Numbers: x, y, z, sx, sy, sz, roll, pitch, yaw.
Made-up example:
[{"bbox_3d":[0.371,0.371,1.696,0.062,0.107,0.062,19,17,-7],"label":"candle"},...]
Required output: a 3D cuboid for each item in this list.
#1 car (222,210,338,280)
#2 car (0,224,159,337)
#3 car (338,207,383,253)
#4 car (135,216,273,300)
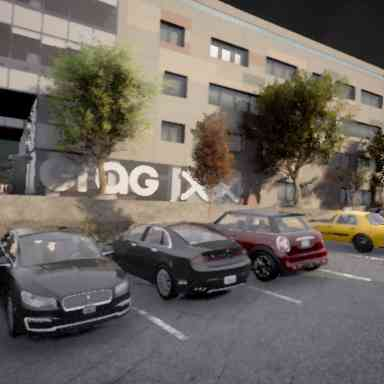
[{"bbox_3d":[1.631,1.314,10.107,2.185,1.767,4.553,0,0,-36],"label":"car"},{"bbox_3d":[-2.932,1.473,6.886,2.231,1.521,4.892,0,0,-36],"label":"car"},{"bbox_3d":[6.049,1.404,13.539,1.946,1.575,5.366,0,0,-36],"label":"car"},{"bbox_3d":[-0.653,1.457,8.503,2.231,1.521,4.892,0,0,-36],"label":"car"}]
